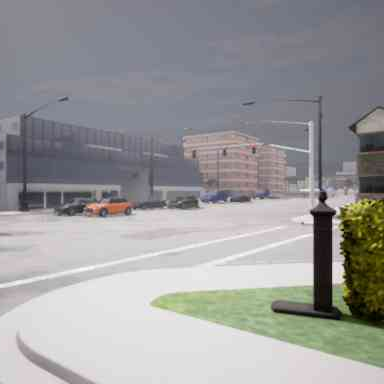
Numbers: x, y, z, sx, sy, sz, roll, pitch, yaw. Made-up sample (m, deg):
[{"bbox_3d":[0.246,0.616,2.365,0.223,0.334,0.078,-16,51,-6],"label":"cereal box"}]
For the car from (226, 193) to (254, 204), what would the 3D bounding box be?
[{"bbox_3d":[7.584,1.050,52.458,1.994,1.385,4.181,0,2,35],"label":"car"}]

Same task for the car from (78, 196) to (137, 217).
[{"bbox_3d":[-7.703,1.313,30.658,2.097,1.767,4.553,0,0,35],"label":"car"}]

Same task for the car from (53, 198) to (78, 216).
[{"bbox_3d":[-10.962,1.320,32.100,2.097,1.767,4.553,0,0,35],"label":"car"}]

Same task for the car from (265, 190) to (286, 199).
[{"bbox_3d":[16.772,0.793,65.419,1.895,1.301,4.718,0,0,35],"label":"car"}]

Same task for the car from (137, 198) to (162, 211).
[{"bbox_3d":[-5.289,1.438,40.202,2.033,1.411,5.357,0,1,35],"label":"car"}]

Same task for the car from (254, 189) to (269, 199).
[{"bbox_3d":[14.201,0.415,67.836,2.150,2.045,5.566,0,0,35],"label":"car"}]

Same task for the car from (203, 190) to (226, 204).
[{"bbox_3d":[3.657,0.756,52.956,2.150,2.045,5.566,0,3,35],"label":"car"}]

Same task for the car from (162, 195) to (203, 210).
[{"bbox_3d":[-1.036,1.203,40.164,2.097,1.767,4.553,0,1,34],"label":"car"}]
